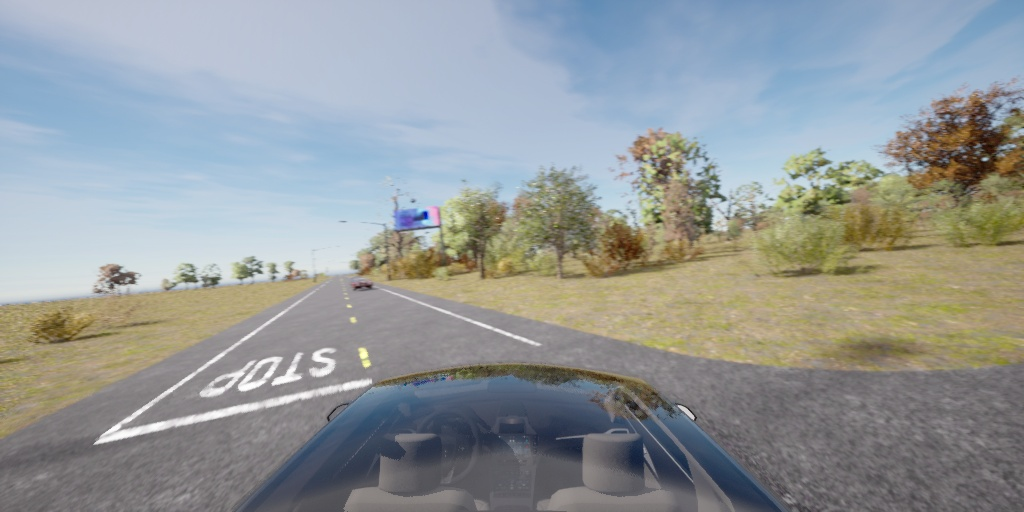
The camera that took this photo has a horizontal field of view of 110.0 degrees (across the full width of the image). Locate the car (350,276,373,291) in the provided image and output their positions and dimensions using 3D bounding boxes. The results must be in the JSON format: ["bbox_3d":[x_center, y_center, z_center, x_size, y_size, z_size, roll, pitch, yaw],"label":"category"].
[{"bbox_3d":[-16.515,3.081,39.541,1.895,1.301,4.718,-5,0,-26],"label":"car"}]

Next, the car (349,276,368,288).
[{"bbox_3d":[-21.074,3.499,49.030,2.033,1.411,5.357,-5,0,-26],"label":"car"}]
